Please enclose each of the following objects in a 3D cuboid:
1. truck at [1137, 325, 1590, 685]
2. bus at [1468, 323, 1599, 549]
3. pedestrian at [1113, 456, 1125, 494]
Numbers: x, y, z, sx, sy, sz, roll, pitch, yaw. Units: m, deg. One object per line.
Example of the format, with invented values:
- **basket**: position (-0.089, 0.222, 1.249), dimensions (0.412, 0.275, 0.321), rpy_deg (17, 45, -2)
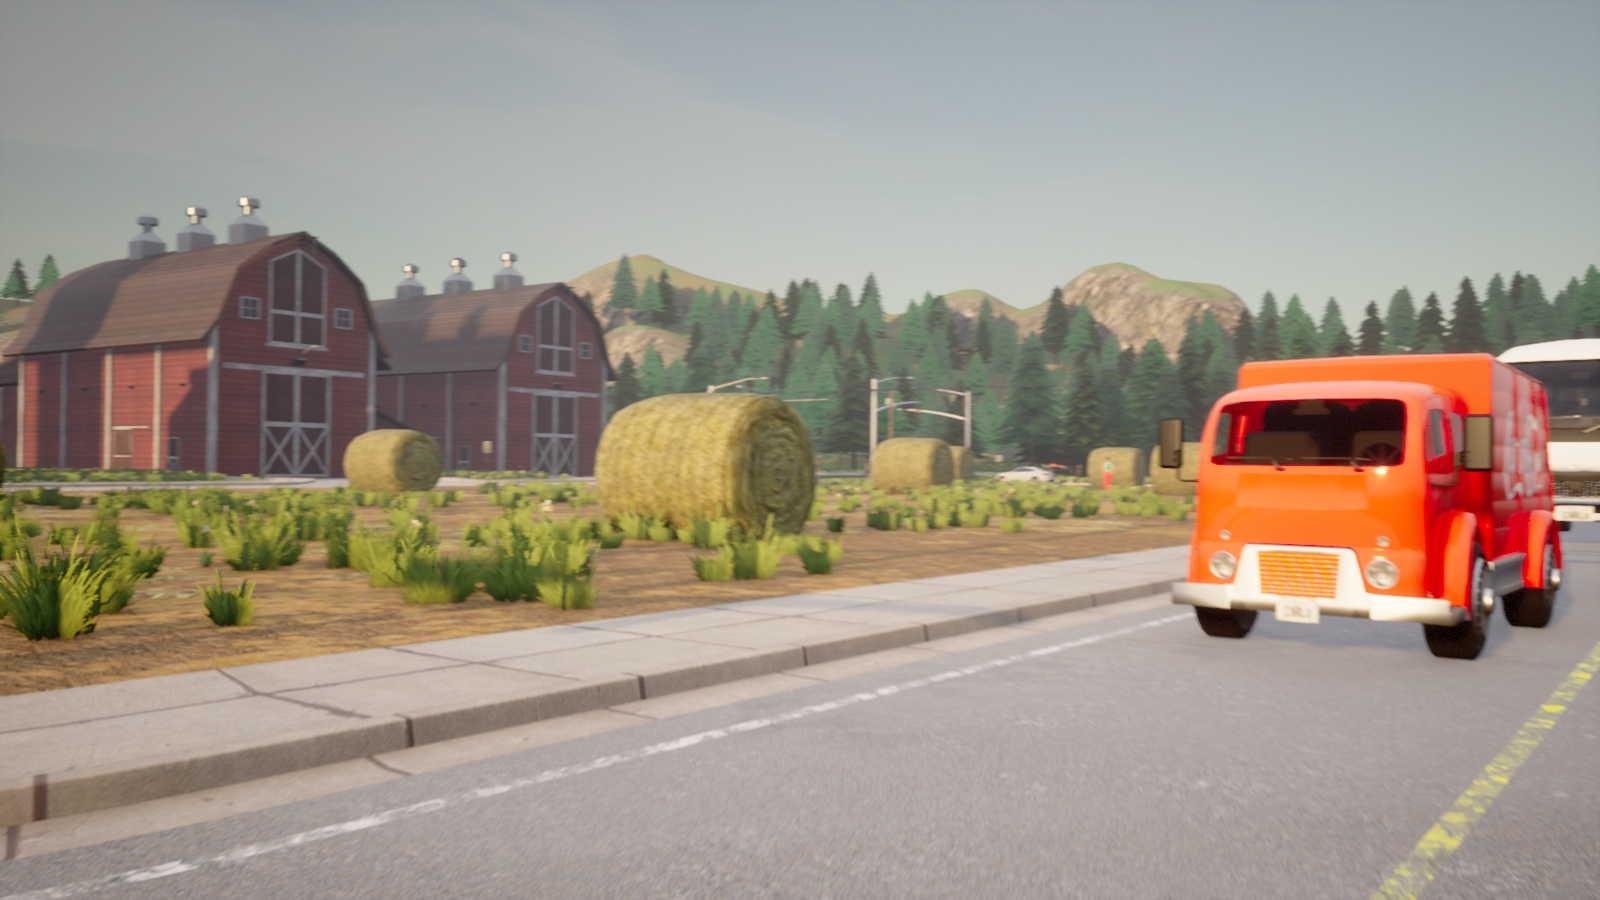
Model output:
- **truck**: position (5.372, 0.414, 11.461), dimensions (2.627, 2.467, 5.204), rpy_deg (0, -1, 38)
- **bus**: position (17.980, -0.201, 27.816), dimensions (3.944, 4.253, 10.273), rpy_deg (0, -1, 38)
- **pedestrian**: position (15.424, 1.214, 60.732), dimensions (0.345, 1.836, 0.594), rpy_deg (1, -1, -12)
